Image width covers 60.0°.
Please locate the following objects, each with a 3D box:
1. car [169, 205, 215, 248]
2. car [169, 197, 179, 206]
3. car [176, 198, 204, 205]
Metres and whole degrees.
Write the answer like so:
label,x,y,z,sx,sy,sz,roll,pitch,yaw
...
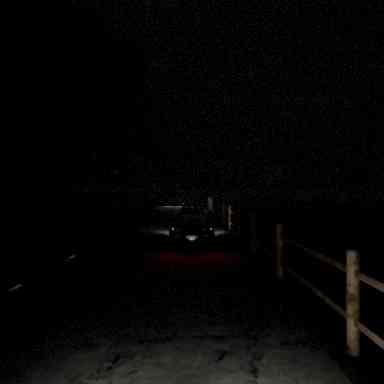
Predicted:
label,x,y,z,sx,sy,sz,roll,pitch,yaw
car,0.000,1.525,14.653,1.812,1.442,4.674,0,0,0
car,-2.750,1.480,53.656,1.812,1.442,4.674,0,0,0
car,0.000,1.469,29.653,2.128,1.511,4.902,0,0,0
